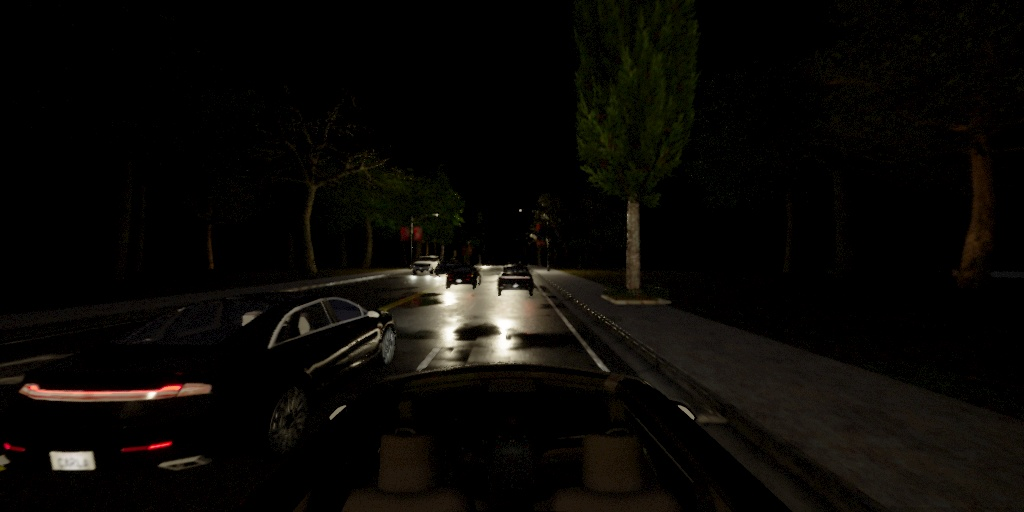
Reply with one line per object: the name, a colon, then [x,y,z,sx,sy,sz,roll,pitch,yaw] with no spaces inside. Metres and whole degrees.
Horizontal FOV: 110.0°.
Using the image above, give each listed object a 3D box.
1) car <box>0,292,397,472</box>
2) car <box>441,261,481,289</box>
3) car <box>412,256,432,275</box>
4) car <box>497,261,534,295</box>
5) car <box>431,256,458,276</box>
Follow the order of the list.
car: [-3.112,1.234,4.962,2.128,1.511,4.902,0,0,0]
car: [-3.054,1.279,23.078,1.812,1.442,4.674,0,0,0]
car: [-9.577,0.986,40.531,2.150,2.045,5.566,0,0,1]
car: [0.180,1.250,19.701,2.128,1.511,4.902,0,0,0]
car: [-6.386,1.111,36.413,2.097,1.767,4.553,0,0,1]
